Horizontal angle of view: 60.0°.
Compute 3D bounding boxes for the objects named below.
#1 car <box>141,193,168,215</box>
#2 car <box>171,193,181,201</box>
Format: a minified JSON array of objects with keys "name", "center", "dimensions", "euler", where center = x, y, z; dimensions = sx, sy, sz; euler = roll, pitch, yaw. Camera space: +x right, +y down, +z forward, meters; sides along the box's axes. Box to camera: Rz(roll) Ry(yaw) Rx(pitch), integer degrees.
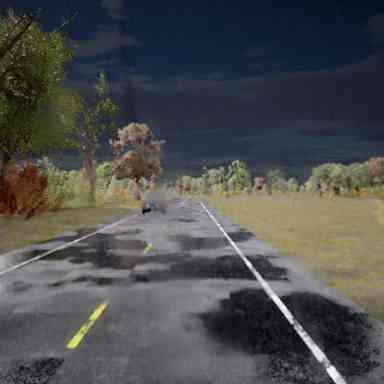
[{"name":"car","center":[-3.593,1.155,33.006],"dimensions":[2.150,2.045,5.566],"euler":[0,0,0]},{"name":"car","center":[-3.493,1.113,73.373],"dimensions":[2.097,1.767,4.553],"euler":[0,0,0]}]
